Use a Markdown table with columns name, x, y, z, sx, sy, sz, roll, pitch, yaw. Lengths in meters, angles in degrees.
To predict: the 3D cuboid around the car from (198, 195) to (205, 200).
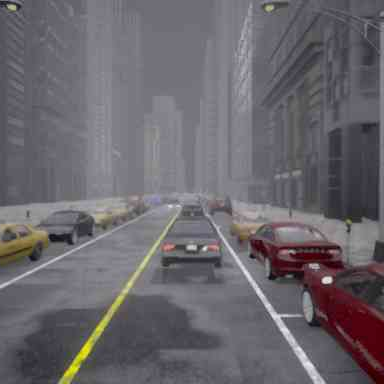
| name | x | y | z | sx | sy | sz | roll | pitch | yaw |
| --- | --- | --- | --- | --- | --- | --- | --- | --- | --- |
| car | 2.729 | 1.476 | 94.372 | 1.887 | 1.381 | 4.507 | 0 | 0 | 0 |

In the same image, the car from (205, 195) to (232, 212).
| name | x | y | z | sx | sy | sz | roll | pitch | yaw |
| --- | --- | --- | --- | --- | --- | --- | --- | --- | --- |
| car | 2.749 | 1.275 | 32.327 | 2.192 | 1.841 | 5.009 | 0 | 0 | 0 |

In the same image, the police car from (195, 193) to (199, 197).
| name | x | y | z | sx | sy | sz | roll | pitch | yaw |
| --- | --- | --- | --- | --- | --- | --- | --- | --- | --- |
| police car | 2.341 | 1.360 | 79.946 | 1.930 | 1.638 | 5.238 | 0 | 0 | 0 |

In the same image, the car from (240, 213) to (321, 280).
| name | x | y | z | sx | sy | sz | roll | pitch | yaw |
| --- | --- | --- | --- | --- | --- | --- | --- | --- | --- |
| car | 2.758 | 1.531 | 9.765 | 1.887 | 1.381 | 4.507 | 0 | 0 | 0 |

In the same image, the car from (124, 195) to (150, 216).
| name | x | y | z | sx | sy | sz | roll | pitch | yaw |
| --- | --- | --- | --- | --- | --- | --- | --- | --- | --- |
| car | -5.776 | 1.274 | 32.316 | 2.192 | 1.841 | 5.009 | 0 | 0 | 0 |

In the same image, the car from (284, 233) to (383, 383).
| name | x | y | z | sx | sy | sz | roll | pitch | yaw |
| --- | --- | --- | --- | --- | --- | --- | --- | --- | --- |
| car | 2.759 | 1.538 | 4.124 | 1.887 | 1.381 | 4.507 | 0 | 0 | 0 |

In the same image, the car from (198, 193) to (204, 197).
| name | x | y | z | sx | sy | sz | roll | pitch | yaw |
| --- | --- | --- | --- | --- | --- | --- | --- | --- | --- |
| car | 2.738 | 1.380 | 66.169 | 1.967 | 1.590 | 4.097 | 0 | 0 | 0 |

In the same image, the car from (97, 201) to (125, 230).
| name | x | y | z | sx | sy | sz | roll | pitch | yaw |
| --- | --- | --- | --- | --- | --- | --- | --- | --- | --- |
| car | -5.771 | 1.497 | 20.865 | 1.752 | 1.417 | 4.829 | 0 | 0 | 0 |

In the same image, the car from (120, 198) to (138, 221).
| name | x | y | z | sx | sy | sz | roll | pitch | yaw |
| --- | --- | --- | --- | --- | --- | --- | --- | --- | --- |
| car | -5.773 | 1.491 | 26.506 | 1.752 | 1.417 | 4.829 | 0 | 0 | 0 |

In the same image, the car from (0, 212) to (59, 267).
| name | x | y | z | sx | sy | sz | roll | pitch | yaw |
| --- | --- | --- | --- | --- | --- | --- | --- | --- | --- |
| car | -5.767 | 1.511 | 9.584 | 1.752 | 1.417 | 4.829 | 0 | 0 | 0 |

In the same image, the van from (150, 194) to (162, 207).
| name | x | y | z | sx | sy | sz | roll | pitch | yaw |
| --- | --- | --- | --- | --- | --- | --- | --- | --- | --- |
| van | -5.781 | 1.287 | 49.239 | 1.690 | 1.788 | 3.998 | 0 | 0 | 0 |

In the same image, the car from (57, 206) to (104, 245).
| name | x | y | z | sx | sy | sz | roll | pitch | yaw |
| --- | --- | --- | --- | --- | --- | --- | --- | --- | --- |
| car | -5.770 | 1.544 | 15.395 | 1.947 | 1.339 | 4.313 | 0 | 0 | 0 |

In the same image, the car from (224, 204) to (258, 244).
| name | x | y | z | sx | sy | sz | roll | pitch | yaw |
| --- | --- | --- | --- | --- | --- | --- | --- | --- | --- |
| car | 2.755 | 1.504 | 15.575 | 1.752 | 1.417 | 4.829 | 0 | 0 | 0 |

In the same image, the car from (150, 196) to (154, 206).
| name | x | y | z | sx | sy | sz | roll | pitch | yaw |
| --- | --- | --- | --- | --- | --- | --- | --- | --- | --- |
| car | -5.777 | 1.480 | 37.787 | 1.752 | 1.417 | 4.829 | 0 | 0 | 0 |

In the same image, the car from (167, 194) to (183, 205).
| name | x | y | z | sx | sy | sz | roll | pitch | yaw |
| --- | --- | --- | --- | --- | --- | --- | --- | --- | --- |
| car | -3.076 | 1.543 | 57.964 | 1.895 | 1.301 | 4.718 | 0 | 0 | 1 |

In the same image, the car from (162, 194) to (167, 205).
| name | x | y | z | sx | sy | sz | roll | pitch | yaw |
| --- | --- | --- | --- | --- | --- | --- | --- | --- | --- |
| car | -5.783 | 1.494 | 54.879 | 2.008 | 1.369 | 4.403 | 0 | 0 | 0 |

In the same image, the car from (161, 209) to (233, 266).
| name | x | y | z | sx | sy | sz | roll | pitch | yaw |
| --- | --- | --- | --- | --- | --- | --- | --- | --- | --- |
| car | 0.018 | 1.531 | 11.402 | 2.033 | 1.411 | 5.357 | 0 | 0 | 1 |

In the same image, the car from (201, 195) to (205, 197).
| name | x | y | z | sx | sy | sz | roll | pitch | yaw |
| --- | --- | --- | --- | --- | --- | --- | --- | --- | --- |
| car | 2.744 | 1.498 | 49.248 | 2.008 | 1.369 | 4.403 | 0 | 0 | 0 |

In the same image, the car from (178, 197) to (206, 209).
| name | x | y | z | sx | sy | sz | roll | pitch | yaw |
| --- | --- | --- | --- | --- | --- | --- | --- | --- | --- |
| car | 0.037 | 1.470 | 28.569 | 1.837 | 1.490 | 4.892 | 0 | 0 | 1 |
